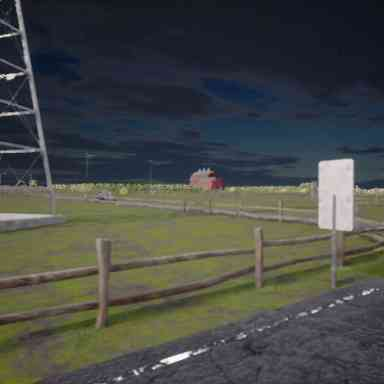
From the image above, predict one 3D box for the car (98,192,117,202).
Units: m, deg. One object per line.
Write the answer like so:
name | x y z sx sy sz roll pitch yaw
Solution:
car | -13.772 0.821 53.610 2.128 1.511 4.902 1 0 -36
